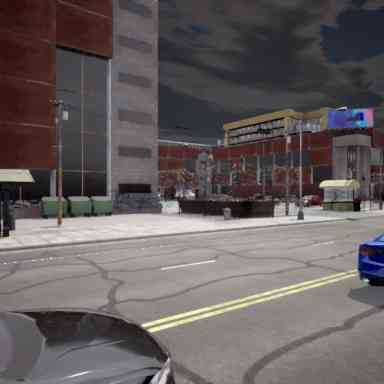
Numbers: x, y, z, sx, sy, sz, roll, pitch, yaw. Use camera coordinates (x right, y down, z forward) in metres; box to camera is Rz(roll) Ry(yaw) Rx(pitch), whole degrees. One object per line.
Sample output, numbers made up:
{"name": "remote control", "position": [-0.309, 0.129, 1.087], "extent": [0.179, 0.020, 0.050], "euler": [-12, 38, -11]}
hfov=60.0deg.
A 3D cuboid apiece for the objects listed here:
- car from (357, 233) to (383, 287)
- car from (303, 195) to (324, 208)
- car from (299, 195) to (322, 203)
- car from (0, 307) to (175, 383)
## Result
{"name": "car", "position": [6.057, 1.478, 8.134], "extent": [5.008, 1.535, 1.882], "euler": [0, 0, -35]}
{"name": "car", "position": [16.677, 1.254, 47.155], "extent": [4.553, 1.767, 2.185], "euler": [0, 0, -36]}
{"name": "car", "position": [23.565, 1.420, 66.224], "extent": [4.674, 1.452, 2.002], "euler": [0, 0, -36]}
{"name": "car", "position": [-2.363, 1.491, 2.061], "extent": [4.902, 1.511, 2.128], "euler": [0, 0, -36]}
